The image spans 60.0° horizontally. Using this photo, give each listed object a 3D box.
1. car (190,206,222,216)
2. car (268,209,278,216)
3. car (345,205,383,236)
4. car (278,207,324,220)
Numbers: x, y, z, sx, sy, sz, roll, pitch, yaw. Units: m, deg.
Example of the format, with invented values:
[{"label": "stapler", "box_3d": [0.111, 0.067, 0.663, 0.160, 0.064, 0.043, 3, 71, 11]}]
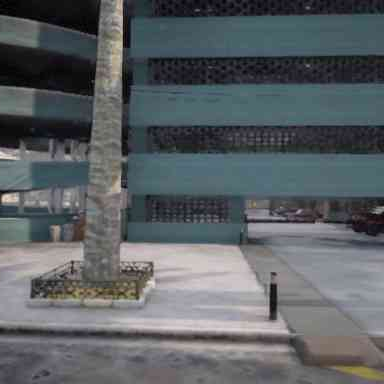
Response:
[{"label": "car", "box_3d": [1.991, 2.737, 48.531, 4.674, 1.452, 2.002, 1, -2, 3]}, {"label": "car", "box_3d": [14.395, 3.058, 51.964, 4.786, 1.482, 2.161, 1, -2, 3]}, {"label": "car", "box_3d": [13.158, 1.802, 21.911, 5.566, 2.045, 2.435, 1, -2, 3]}, {"label": "car", "box_3d": [13.341, 2.767, 40.407, 4.718, 1.301, 1.895, 1, -2, 3]}]
